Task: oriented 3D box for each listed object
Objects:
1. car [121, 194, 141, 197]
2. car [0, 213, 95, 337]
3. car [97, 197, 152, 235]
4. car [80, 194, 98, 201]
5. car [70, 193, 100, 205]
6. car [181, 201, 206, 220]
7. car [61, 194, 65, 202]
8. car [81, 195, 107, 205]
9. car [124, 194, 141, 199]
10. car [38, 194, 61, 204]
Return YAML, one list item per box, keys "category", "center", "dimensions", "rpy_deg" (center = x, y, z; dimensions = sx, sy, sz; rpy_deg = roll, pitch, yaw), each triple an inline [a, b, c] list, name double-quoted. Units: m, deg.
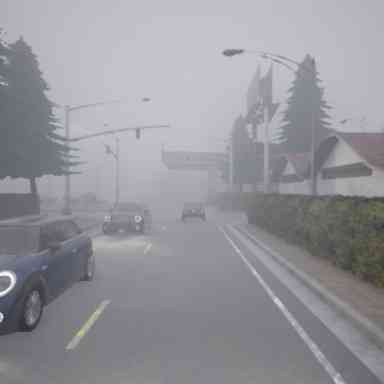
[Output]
- category: "car"
  center: [-16.441, 1.257, 89.257]
  dimensions: [5.027, 1.636, 2.152]
  rpy_deg: [0, 0, -1]
- category: "car"
  center: [-3.586, 1.346, 6.783]
  dimensions: [2.097, 1.767, 4.553]
  rpy_deg: [0, 0, 0]
- category: "car"
  center: [-3.511, 1.335, 18.748]
  dimensions: [2.097, 1.767, 4.553]
  rpy_deg: [0, 0, 0]
- category: "car"
  center: [-24.045, 1.257, 77.365]
  dimensions: [3.633, 1.501, 1.845]
  rpy_deg: [0, 0, -1]
- category: "car"
  center: [-16.777, 1.035, 51.672]
  dimensions: [3.866, 1.878, 1.905]
  rpy_deg: [0, 0, -1]
- category: "car"
  center: [0.121, 1.461, 26.747]
  dimensions: [2.033, 1.411, 5.357]
  rpy_deg: [1, 0, 0]
- category: "car"
  center: [-24.027, 1.243, 67.372]
  dimensions: [4.514, 1.523, 2.007]
  rpy_deg: [0, 0, -1]
- category: "car"
  center: [-16.186, 1.316, 55.000]
  dimensions: [3.806, 1.475, 1.970]
  rpy_deg: [0, 0, -1]
- category: "car"
  center: [-16.513, 1.264, 92.393]
  dimensions: [4.514, 1.523, 2.007]
  rpy_deg: [0, 0, -1]
- category: "car"
  center: [-24.664, 1.053, 54.912]
  dimensions: [4.605, 1.855, 1.932]
  rpy_deg: [0, 0, -1]
